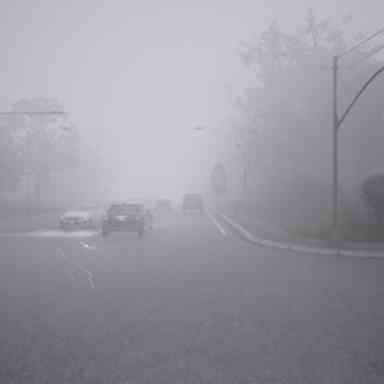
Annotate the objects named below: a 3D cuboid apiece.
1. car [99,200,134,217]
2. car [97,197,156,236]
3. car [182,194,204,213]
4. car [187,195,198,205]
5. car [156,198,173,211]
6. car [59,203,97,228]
[{"bbox_3d":[-7.036,1.509,31.667,2.033,1.411,5.357,0,0,1],"label":"car"},{"bbox_3d":[-3.401,1.330,18.257,2.097,1.767,4.553,0,0,0],"label":"car"},{"bbox_3d":[0.100,1.178,36.118,2.150,2.045,5.566,0,0,0],"label":"car"},{"bbox_3d":[0.070,1.405,60.583,1.882,1.535,5.008,0,0,0],"label":"car"},{"bbox_3d":[-3.399,1.457,39.526,1.837,1.490,4.892,0,0,0],"label":"car"},{"bbox_3d":[-7.085,1.499,21.941,1.812,1.442,4.674,0,0,0],"label":"car"}]
